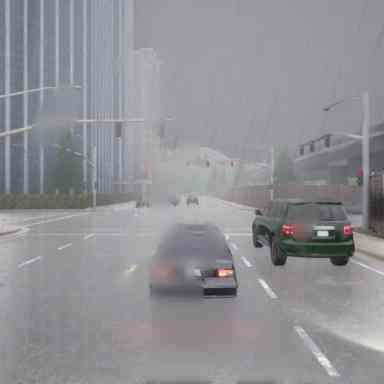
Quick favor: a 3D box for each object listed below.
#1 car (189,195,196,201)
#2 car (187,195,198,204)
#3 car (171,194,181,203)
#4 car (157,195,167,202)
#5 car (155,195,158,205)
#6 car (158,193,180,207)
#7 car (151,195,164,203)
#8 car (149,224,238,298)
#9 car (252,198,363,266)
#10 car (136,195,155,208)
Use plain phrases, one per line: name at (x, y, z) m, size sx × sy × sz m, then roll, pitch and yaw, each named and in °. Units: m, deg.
car at (0.027, 1.500, 88.927) m, size 1.837 × 1.490 × 4.892 m, roll 0°, pitch 0°, yaw 0°
car at (0.119, 1.352, 64.449) m, size 2.097 × 1.767 × 4.553 m, roll 0°, pitch 0°, yaw 0°
car at (-3.478, 1.355, 72.579) m, size 2.097 × 1.767 × 4.553 m, roll 0°, pitch 0°, yaw 0°
car at (-6.976, 1.516, 78.290) m, size 1.812 × 1.442 × 4.674 m, roll 0°, pitch 0°, yaw 0°
car at (-7.061, 1.352, 58.115) m, size 2.097 × 1.767 × 4.553 m, roll 0°, pitch 0°, yaw 0°
car at (-3.572, 1.221, 52.851) m, size 2.150 × 2.045 × 5.566 m, roll 0°, pitch 0°, yaw 0°
car at (-6.992, 1.491, 68.052) m, size 2.128 × 1.511 × 4.902 m, roll 0°, pitch 0°, yaw 0°
car at (0.057, 1.547, 8.664) m, size 2.033 × 1.411 × 5.357 m, roll 0°, pitch 0°, yaw 1°
car at (3.575, 1.221, 11.697) m, size 2.150 × 2.045 × 5.566 m, roll 0°, pitch 0°, yaw 1°
car at (-7.077, 1.504, 48.923) m, size 1.837 × 1.490 × 4.892 m, roll 0°, pitch 0°, yaw 0°
